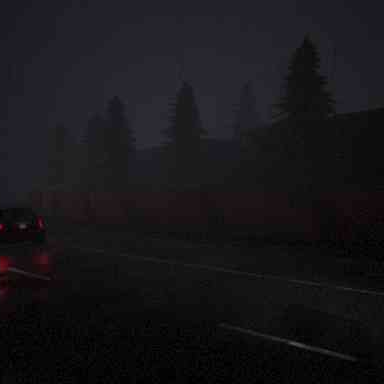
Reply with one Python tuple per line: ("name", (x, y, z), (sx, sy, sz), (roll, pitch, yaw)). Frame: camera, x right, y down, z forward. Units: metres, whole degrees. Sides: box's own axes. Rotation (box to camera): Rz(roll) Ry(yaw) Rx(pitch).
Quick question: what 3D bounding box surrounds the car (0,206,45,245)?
("car", (-8.475, 1.421, 14.778), (4.553, 1.767, 2.097), (0, 0, 40))
